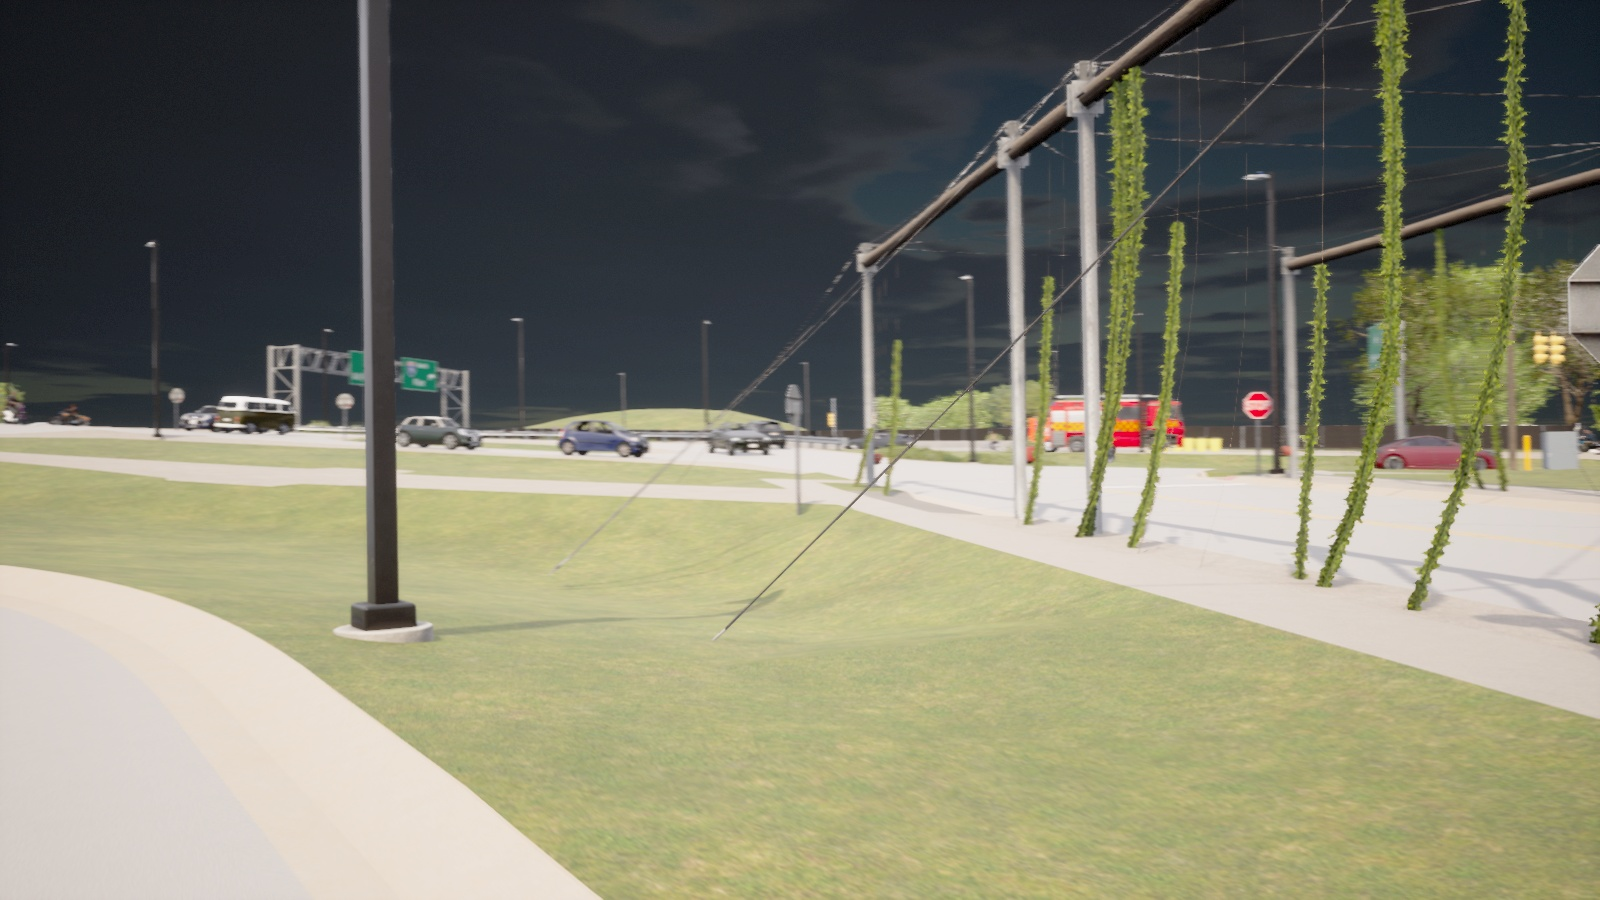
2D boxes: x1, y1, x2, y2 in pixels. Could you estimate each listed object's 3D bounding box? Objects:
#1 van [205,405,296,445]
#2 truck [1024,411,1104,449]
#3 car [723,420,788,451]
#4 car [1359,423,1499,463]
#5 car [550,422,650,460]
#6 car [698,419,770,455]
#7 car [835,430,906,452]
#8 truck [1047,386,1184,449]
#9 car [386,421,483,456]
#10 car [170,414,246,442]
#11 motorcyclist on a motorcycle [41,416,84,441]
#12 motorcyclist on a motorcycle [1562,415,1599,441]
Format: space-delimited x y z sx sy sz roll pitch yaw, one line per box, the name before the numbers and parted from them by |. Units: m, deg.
van | -30.321 -1.345 69.419 2.069 2.038 4.480 2 1 20
truck | 18.173 -1.344 86.390 5.204 2.467 2.627 -1 0 16
car | -2.622 -0.867 72.252 2.033 1.649 4.856 -2 2 -24
car | 22.577 -0.235 45.247 4.181 1.385 1.994 0 0 15
car | -8.877 -0.404 55.825 3.988 1.617 1.851 1 0 15
car | -3.417 -0.699 64.082 2.152 1.651 5.027 -2 2 -21
car | 5.273 -0.680 93.707 4.902 1.511 2.128 -1 0 16
truck | 20.608 -2.075 82.056 8.468 3.827 2.891 -1 0 16
car | -16.917 -0.537 58.165 3.806 1.475 1.970 2 1 17
car | -33.186 -1.194 70.492 1.970 1.475 3.806 2 0 11
motorcyclist on a motorcycle | -48.944 -1.419 83.308 2.350 1.649 0.766 0 -1 -20
motorcyclist on a motorcycle | 50.254 -1.403 80.896 1.817 1.590 0.866 -1 0 16
